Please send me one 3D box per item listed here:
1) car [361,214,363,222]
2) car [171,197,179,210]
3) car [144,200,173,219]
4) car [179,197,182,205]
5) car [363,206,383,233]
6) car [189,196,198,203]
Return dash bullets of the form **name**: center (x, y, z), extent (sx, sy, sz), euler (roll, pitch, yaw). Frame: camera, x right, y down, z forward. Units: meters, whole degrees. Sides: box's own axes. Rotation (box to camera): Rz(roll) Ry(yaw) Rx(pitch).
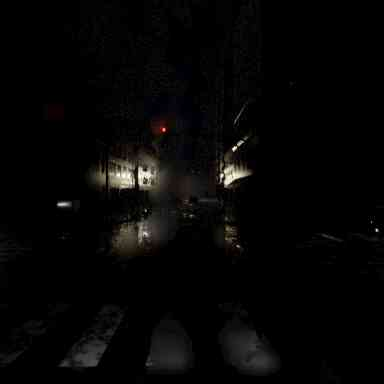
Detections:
- **car**: center (12.139, 1.120, 18.322), extent (5.009, 1.841, 2.192), euler (-1, 1, 0)
- **car**: center (-2.970, 1.613, 42.253), extent (1.895, 1.301, 4.718), euler (0, 0, 0)
- **car**: center (-3.013, 1.602, 29.149), extent (1.895, 1.301, 4.718), euler (0, 0, 0)
- **car**: center (-2.844, 1.603, 61.413), extent (1.994, 1.385, 4.181), euler (0, 0, 1)
- **car**: center (11.367, 1.381, 15.669), extent (5.357, 1.411, 2.033), euler (-1, 0, 0)
- **car**: center (0.292, 1.536, 71.045), extent (1.882, 1.535, 5.008), euler (0, 0, 0)
